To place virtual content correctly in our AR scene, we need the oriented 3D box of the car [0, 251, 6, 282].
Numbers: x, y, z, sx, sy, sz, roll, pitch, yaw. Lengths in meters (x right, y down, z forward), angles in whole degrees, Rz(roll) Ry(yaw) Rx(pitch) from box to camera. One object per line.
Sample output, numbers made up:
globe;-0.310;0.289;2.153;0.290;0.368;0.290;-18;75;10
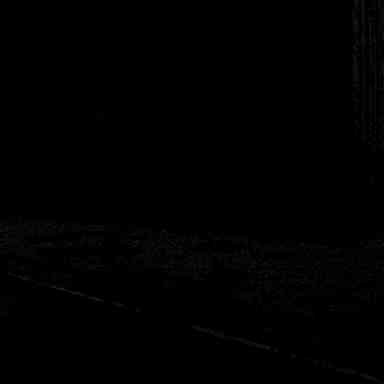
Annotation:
car;-6.485;1.575;8.301;4.181;1.385;1.994;0;0;36
